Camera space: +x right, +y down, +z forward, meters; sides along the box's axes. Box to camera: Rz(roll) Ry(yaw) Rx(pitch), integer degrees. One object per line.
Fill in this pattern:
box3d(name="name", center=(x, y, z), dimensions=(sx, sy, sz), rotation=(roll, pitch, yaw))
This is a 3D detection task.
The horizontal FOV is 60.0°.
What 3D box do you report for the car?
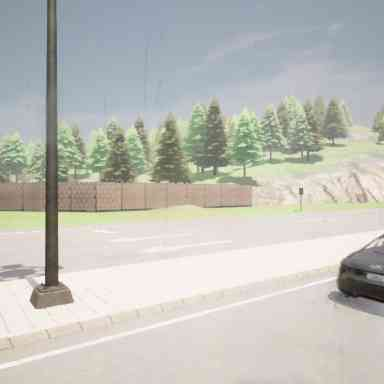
box3d(name="car", center=(5.062, 1.564, 7.356), dimensions=(4.181, 1.385, 1.994), rotation=(0, 0, -35))
